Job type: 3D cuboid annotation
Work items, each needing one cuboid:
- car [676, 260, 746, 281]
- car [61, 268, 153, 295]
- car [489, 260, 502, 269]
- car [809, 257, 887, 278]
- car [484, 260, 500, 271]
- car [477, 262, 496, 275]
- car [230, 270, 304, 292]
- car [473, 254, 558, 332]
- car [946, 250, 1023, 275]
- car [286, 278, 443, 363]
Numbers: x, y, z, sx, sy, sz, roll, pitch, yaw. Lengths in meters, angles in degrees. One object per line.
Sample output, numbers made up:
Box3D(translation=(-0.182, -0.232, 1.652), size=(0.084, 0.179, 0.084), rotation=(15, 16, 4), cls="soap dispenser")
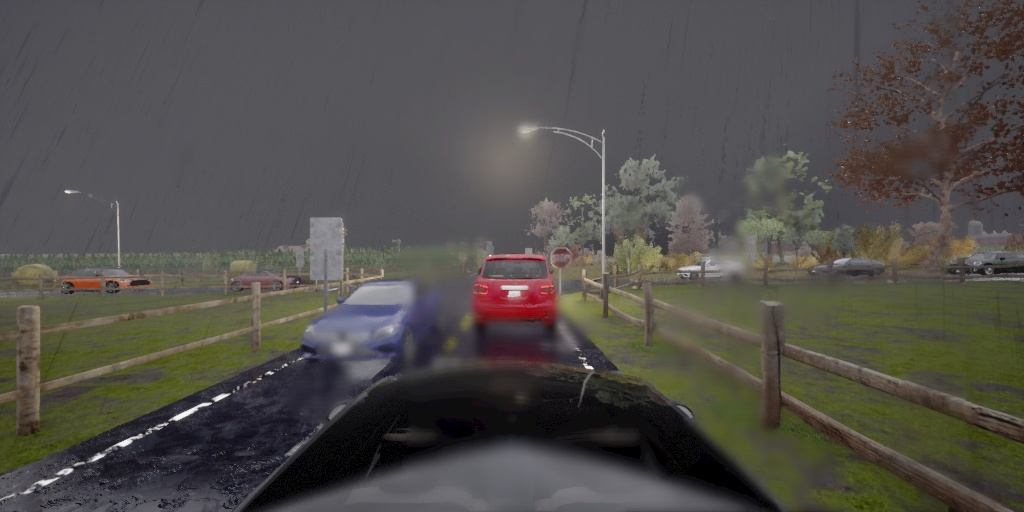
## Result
Box3D(translation=(14.570, 1.002, 26.347), size=(4.674, 1.442, 1.812), rotation=(-1, 0, 1), cls="car")
Box3D(translation=(-27.233, 1.595, 24.220), size=(4.553, 1.767, 2.097), rotation=(-1, 0, 1), cls="car")
Box3D(translation=(-2.790, 1.380, 61.135), size=(1.994, 1.385, 4.181), rotation=(0, 0, 0), cls="car")
Box3D(translation=(24.438, 0.829, 26.151), size=(4.674, 1.442, 1.812), rotation=(-1, 0, 1), cls="car")
Box3D(translation=(-2.809, 1.344, 50.921), size=(2.033, 1.411, 5.357), rotation=(0, 0, 0), cls="car")
Box3D(translation=(-2.812, 1.383, 40.732), size=(1.895, 1.301, 4.718), rotation=(0, 0, 0), cls="car")
Box3D(translation=(-16.326, 1.604, 24.000), size=(4.181, 1.385, 1.994), rotation=(-1, 0, 0), cls="car")
Box3D(translation=(0.156, 0.974, 11.002), size=(2.150, 2.045, 5.566), rotation=(0, 0, 2), cls="car")
Box3D(translation=(34.610, 0.482, 25.945), size=(4.553, 1.767, 2.097), rotation=(-1, 0, 1), cls="car")
Box3D(translation=(-2.798, 1.276, 8.265), size=(1.812, 1.442, 4.674), rotation=(0, 0, 0), cls="car")
